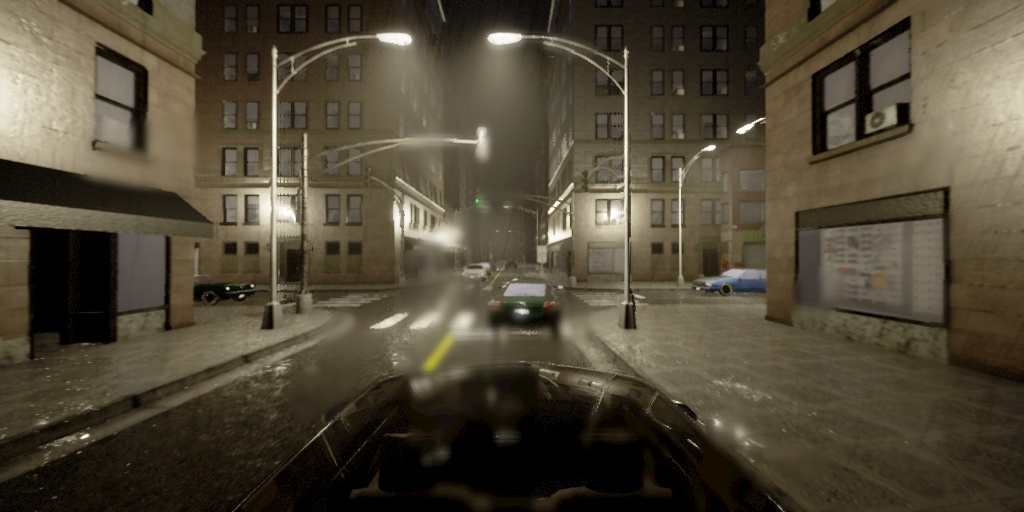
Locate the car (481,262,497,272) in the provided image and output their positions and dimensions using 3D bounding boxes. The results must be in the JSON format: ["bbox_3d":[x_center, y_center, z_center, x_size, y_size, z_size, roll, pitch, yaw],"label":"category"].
[{"bbox_3d":[-3.233,1.548,50.874,1.994,1.385,4.181,0,0,0],"label":"car"}]

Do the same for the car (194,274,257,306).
[{"bbox_3d":[-14.066,1.456,15.752,4.718,1.301,1.895,0,0,0],"label":"car"}]

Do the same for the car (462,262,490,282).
[{"bbox_3d":[-3.195,1.420,31.251,1.812,1.442,4.674,0,0,-1],"label":"car"}]

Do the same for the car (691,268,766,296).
[{"bbox_3d":[12.565,1.348,19.123,5.357,1.411,2.033,0,0,0],"label":"car"}]

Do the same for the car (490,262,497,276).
[{"bbox_3d":[-3.215,1.488,40.941,2.033,1.411,5.357,0,0,0],"label":"car"}]

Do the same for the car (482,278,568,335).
[{"bbox_3d":[0.596,1.359,10.878,1.994,1.385,4.181,0,0,10],"label":"car"}]

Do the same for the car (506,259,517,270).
[{"bbox_3d":[-0.082,1.532,61.655,1.837,1.490,4.892,0,0,0],"label":"car"}]
